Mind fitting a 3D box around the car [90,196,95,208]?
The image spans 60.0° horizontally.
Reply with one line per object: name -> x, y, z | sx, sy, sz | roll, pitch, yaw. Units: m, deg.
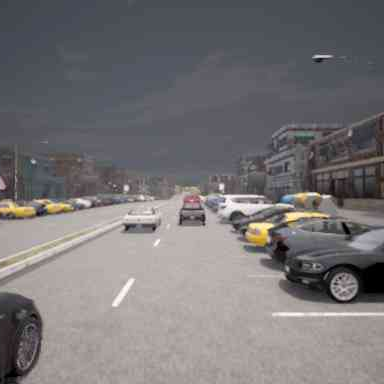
car -> -15.804, 1.579, 44.163 | 4.674, 1.452, 2.002 | 0, 0, 0

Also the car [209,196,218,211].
car -> 4.603, 1.518, 35.409 | 4.892, 1.521, 2.231 | 0, 0, 0

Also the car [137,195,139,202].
car -> -15.935, 1.513, 77.282 | 5.566, 2.045, 2.435 | 0, -1, 0

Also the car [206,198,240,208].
car -> 4.586, 1.596, 49.305 | 4.792, 1.488, 2.163 | 0, 0, 0

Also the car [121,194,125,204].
car -> -15.928, 1.675, 63.499 | 4.792, 1.488, 2.163 | 0, 0, 0

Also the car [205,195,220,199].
car -> 4.579, 1.544, 43.622 | 4.892, 1.521, 2.231 | 0, 0, 0

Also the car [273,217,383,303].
car -> 4.680, 1.482, 7.619 | 5.008, 1.535, 2.097 | 0, 0, 0

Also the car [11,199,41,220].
car -> -15.903, 1.492, 27.650 | 5.366, 1.575, 1.946 | 0, 0, 0

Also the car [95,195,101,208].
car -> -15.849, 1.580, 46.957 | 4.792, 1.488, 2.163 | 0, 0, 0

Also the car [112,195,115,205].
car -> -15.830, 1.622, 55.226 | 4.792, 1.488, 2.163 | 0, 0, 0

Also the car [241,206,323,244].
car -> 4.844, 1.480, 13.053 | 5.366, 1.575, 1.946 | 0, 0, 0

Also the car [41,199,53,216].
car -> -15.765, 1.529, 30.409 | 4.792, 1.488, 2.163 | 0, 0, 0

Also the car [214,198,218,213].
car -> 4.609, 1.543, 29.853 | 4.674, 1.452, 2.002 | 0, 0, 0

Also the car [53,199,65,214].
car -> -15.940, 1.502, 33.164 | 5.366, 1.575, 1.946 | 0, 0, 0

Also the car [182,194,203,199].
car -> -0.033, 1.280, 42.466 | 2.150, 2.045, 5.566 | 0, 0, 0

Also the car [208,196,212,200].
car -> 4.617, 1.554, 38.189 | 4.792, 1.488, 2.163 | 0, 0, 0

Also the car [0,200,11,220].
car -> -15.652, 1.239, 22.139 | 5.566, 2.045, 2.435 | 0, 0, 0

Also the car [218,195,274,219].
car -> 4.652, 1.372, 26.983 | 4.553, 1.767, 2.185 | 0, 0, 0

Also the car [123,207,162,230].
car -> -2.973, 1.609, 20.885 | 1.895, 1.301, 4.718 | 0, 0, 0

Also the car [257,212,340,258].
car -> 4.696, 1.512, 10.274 | 4.792, 1.488, 2.163 | 0, 0, 0

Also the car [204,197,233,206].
car -> 4.504, 1.638, 57.641 | 4.792, 1.488, 2.163 | 0, 0, 0

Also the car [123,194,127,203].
car -> -15.943, 1.538, 66.257 | 4.553, 1.767, 2.185 | 0, 0, 0

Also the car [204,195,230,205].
car -> 4.498, 1.499, 60.414 | 4.553, 1.767, 2.185 | 0, 0, 0

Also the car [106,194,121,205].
car -> -15.901, 1.358, 57.986 | 5.566, 2.045, 2.435 | 0, 0, 0

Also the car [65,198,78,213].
car -> -15.583, 1.509, 35.929 | 5.366, 1.575, 1.946 | 0, 0, 0

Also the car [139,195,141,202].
car -> -15.948, 1.550, 80.039 | 5.566, 2.045, 2.435 | 0, -1, 0

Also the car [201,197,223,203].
car -> 4.485, 1.758, 74.312 | 4.674, 1.452, 2.002 | 0, -1, 0

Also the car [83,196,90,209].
car -> -15.765, 1.558, 41.441 | 4.792, 1.488, 2.163 | 0, 0, 0

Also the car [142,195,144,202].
car -> -16.045, 1.991, 88.294 | 4.792, 1.488, 2.163 | 0, -1, 0

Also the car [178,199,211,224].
car -> 0.015, 1.505, 24.789 | 2.128, 1.511, 4.902 | 0, 0, 0

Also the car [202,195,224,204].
car -> 4.463, 1.568, 71.535 | 4.553, 1.767, 2.185 | 0, 0, 0

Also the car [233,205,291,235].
car -> 4.622, 1.514, 15.832 | 4.792, 1.488, 2.163 | 0, 0, 0

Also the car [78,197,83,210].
car -> -15.752, 1.549, 38.686 | 4.792, 1.488, 2.163 | 0, 0, 0

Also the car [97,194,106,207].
car -> -15.802, 1.438, 49.714 | 4.553, 1.767, 2.185 | 0, 0, 0

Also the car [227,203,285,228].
car -> 4.614, 1.515, 18.610 | 4.792, 1.488, 2.163 | 0, 0, 0

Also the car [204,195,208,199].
car -> 4.560, 1.555, 46.401 | 5.008, 1.535, 2.097 | 0, 0, 0

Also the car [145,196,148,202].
car -> -16.070, 1.843, 93.812 | 5.566, 2.045, 2.435 | 0, -1, 0

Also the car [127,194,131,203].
car -> -15.919, 1.682, 69.014 | 5.008, 1.535, 2.097 | 0, 0, 0

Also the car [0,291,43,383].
car -> -2.910, 1.527, 2.567 | 1.812, 1.442, 4.674 | 0, 0, 0

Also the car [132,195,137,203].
car -> -15.765, 1.726, 74.527 | 5.366, 1.575, 1.946 | 0, -1, 0

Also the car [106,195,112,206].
car -> -15.841, 1.577, 52.471 | 5.008, 1.535, 2.097 | 0, 0, 0

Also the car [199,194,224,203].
car -> 4.450, 1.498, 77.090 | 5.566, 2.045, 2.435 | 0, -1, 0

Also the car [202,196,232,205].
car -> 4.703, 1.636, 63.075 | 5.366, 1.575, 1.946 | 0, 0, 0
